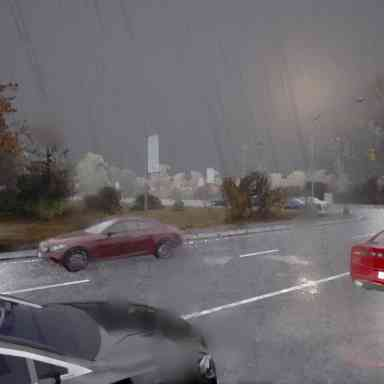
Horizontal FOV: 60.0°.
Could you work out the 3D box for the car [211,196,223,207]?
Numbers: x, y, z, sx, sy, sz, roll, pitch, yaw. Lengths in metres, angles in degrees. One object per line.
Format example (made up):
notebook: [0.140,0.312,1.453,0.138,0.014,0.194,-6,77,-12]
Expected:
car: [4.587,1.296,45.185,1.837,1.490,4.892,-1,0,-39]

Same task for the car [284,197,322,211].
car: [11.132,1.334,37.020,2.033,1.411,5.357,-1,0,-39]

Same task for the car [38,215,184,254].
car: [-2.438,1.518,10.835,4.674,1.442,1.812,0,0,-35]

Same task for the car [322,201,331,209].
car: [13.918,1.282,39.172,1.812,1.442,4.674,-1,0,-39]

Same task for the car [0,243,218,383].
car: [-1.990,1.492,2.310,4.902,1.511,2.128,0,0,-35]

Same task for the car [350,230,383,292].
car: [5.726,1.445,7.825,5.008,1.535,1.882,0,0,-35]
